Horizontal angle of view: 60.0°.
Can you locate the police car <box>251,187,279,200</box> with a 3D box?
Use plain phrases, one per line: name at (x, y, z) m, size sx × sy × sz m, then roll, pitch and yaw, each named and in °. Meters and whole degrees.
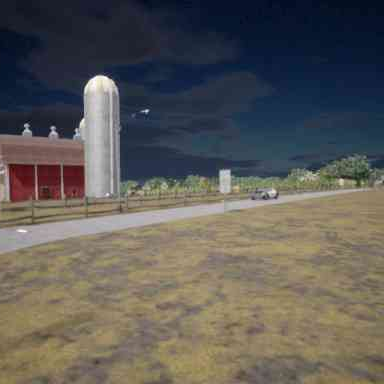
police car at (8.987, 0.187, 41.121) m, size 2.038 × 1.542 × 4.974 m, roll -1°, pitch 1°, yaw 35°
